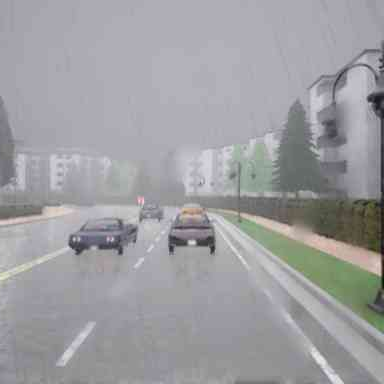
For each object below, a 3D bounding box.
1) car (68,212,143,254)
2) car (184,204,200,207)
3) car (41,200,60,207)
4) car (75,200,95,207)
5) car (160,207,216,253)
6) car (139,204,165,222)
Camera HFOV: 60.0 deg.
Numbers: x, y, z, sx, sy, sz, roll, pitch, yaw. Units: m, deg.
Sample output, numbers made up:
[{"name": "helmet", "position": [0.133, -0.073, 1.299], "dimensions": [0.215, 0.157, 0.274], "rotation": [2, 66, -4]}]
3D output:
[{"name": "car", "position": [-3.495, 1.736, 14.113], "dimensions": [1.895, 1.301, 4.718], "rotation": [0, -1, 0]}, {"name": "car", "position": [0.003, 1.760, 29.491], "dimensions": [1.882, 1.535, 5.008], "rotation": [0, 0, 0]}, {"name": "car", "position": [-27.192, 2.175, 63.936], "dimensions": [4.181, 1.385, 1.994], "rotation": [0, -1, 36]}, {"name": "car", "position": [-20.012, 2.196, 62.296], "dimensions": [1.895, 1.301, 4.718], "rotation": [1, -1, -45]}, {"name": "car", "position": [0.007, 1.630, 14.306], "dimensions": [2.128, 1.511, 4.902], "rotation": [0, 0, 0]}, {"name": "car", "position": [-3.496, 1.773, 29.294], "dimensions": [2.128, 1.511, 4.902], "rotation": [0, 0, 0]}]
